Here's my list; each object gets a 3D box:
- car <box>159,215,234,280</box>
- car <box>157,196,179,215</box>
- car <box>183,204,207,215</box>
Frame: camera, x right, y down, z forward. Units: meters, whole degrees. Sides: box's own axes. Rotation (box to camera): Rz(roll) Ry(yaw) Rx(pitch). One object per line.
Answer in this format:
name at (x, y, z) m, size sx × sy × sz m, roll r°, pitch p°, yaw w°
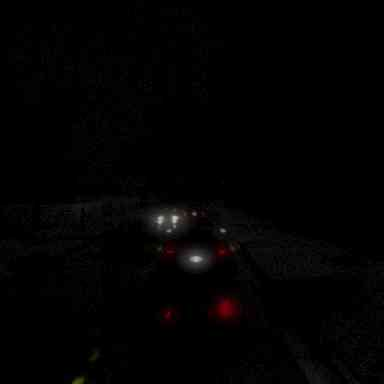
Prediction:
car at (0.125, 1.622, 10.149) m, size 1.994 × 1.385 × 4.181 m, roll 0°, pitch 0°, yaw 1°
car at (-2.636, 1.490, 37.281) m, size 2.150 × 2.045 × 5.566 m, roll 0°, pitch -1°, yaw 0°
car at (0.234, 1.722, 27.272) m, size 2.033 × 1.411 × 5.357 m, roll 0°, pitch 0°, yaw 1°
